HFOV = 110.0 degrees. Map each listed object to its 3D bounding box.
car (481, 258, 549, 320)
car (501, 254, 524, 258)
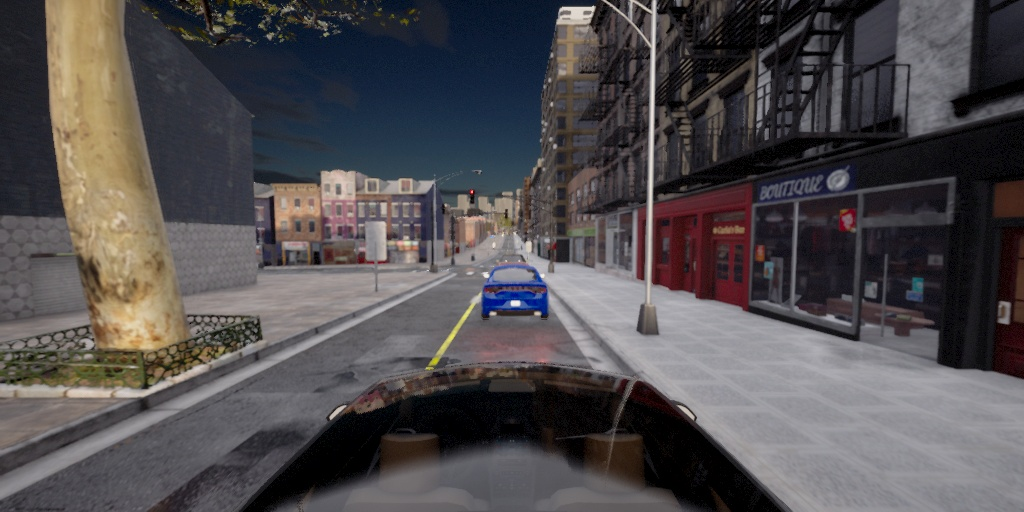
[{"bbox_3d":[0.079,1.003,11.635,1.882,1.535,5.008,0,1,0],"label":"car"},{"bbox_3d":[0.036,0.633,22.791,2.097,1.767,4.553,0,1,-1],"label":"car"}]
